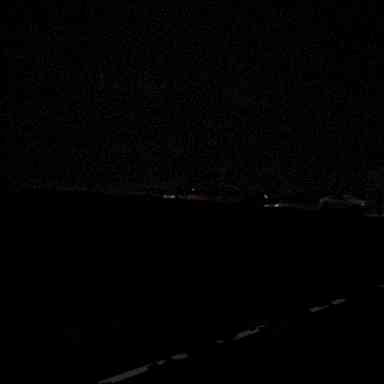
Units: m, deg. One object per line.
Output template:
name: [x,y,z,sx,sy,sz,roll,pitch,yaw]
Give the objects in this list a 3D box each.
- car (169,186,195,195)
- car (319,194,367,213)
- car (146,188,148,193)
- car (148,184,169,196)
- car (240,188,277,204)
car: [-1.349,-0.239,56.667,2.128,1.511,4.902,-4,4,-35]
car: [13.816,0.936,30.061,1.812,1.442,4.674,-4,4,-35]
car: [-7.259,-0.680,64.968,2.097,1.767,4.553,-4,4,-35]
car: [-5.003,-0.164,56.959,2.128,1.511,4.902,-4,4,-34]
car: [7.708,0.412,38.733,2.097,1.767,4.553,-4,4,-35]
